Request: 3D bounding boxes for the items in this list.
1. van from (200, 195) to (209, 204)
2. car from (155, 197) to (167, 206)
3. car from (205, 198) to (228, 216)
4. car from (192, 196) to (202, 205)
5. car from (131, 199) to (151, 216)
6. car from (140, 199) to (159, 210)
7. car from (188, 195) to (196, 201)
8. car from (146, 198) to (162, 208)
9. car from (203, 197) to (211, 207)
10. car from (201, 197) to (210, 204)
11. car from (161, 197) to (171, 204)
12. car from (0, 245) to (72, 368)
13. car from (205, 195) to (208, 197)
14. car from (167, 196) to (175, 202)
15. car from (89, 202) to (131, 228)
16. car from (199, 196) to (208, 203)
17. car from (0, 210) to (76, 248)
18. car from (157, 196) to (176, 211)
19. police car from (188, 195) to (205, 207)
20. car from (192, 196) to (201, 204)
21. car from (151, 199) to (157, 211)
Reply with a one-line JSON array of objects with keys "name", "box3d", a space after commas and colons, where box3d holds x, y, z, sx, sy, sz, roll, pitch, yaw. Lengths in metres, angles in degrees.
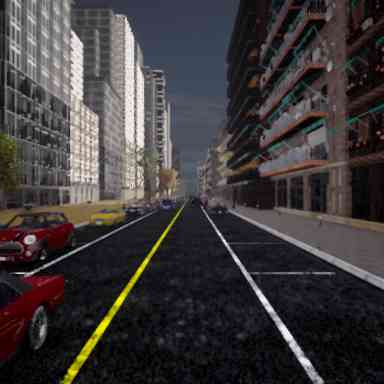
[{"name": "van", "box3d": [2.687, 1.566, 72.750, 1.690, 1.788, 3.998, 0, 0, 0]}, {"name": "car", "box3d": [-5.692, 1.708, 61.515, 1.752, 1.417, 4.829, 0, 0, 0]}, {"name": "car", "box3d": [2.689, 1.644, 34.022, 2.008, 1.369, 4.403, 0, 0, 0]}, {"name": "car", "box3d": [0.898, 1.651, 65.011, 1.801, 1.575, 5.366, 0, 0, 0]}, {"name": "car", "box3d": [-5.692, 1.644, 34.022, 2.008, 1.369, 4.403, 0, 0, 0]}, {"name": "car", "box3d": [-5.692, 1.678, 45.087, 2.008, 1.369, 4.403, 0, 0, 0]}, {"name": "car", "box3d": [-0.002, 1.643, 89.243, 1.882, 1.535, 5.008, 0, 0, 0]}, {"name": "car", "box3d": [-5.692, 1.690, 50.619, 1.887, 1.381, 4.507, 0, 0, 0]}, {"name": "car", "box3d": [2.689, 1.661, 39.555, 2.008, 1.369, 4.403, 0, 0, 0]}, {"name": "car", "box3d": [2.687, 1.786, 67.218, 1.802, 1.307, 4.206, 0, 0, 0]}, {"name": "car", "box3d": [-5.693, 1.807, 72.751, 1.802, 1.307, 4.206, 0, 0, 0]}, {"name": "car", "box3d": [-3.093, 1.610, 3.430, 1.895, 1.301, 4.718, 0, 0, 0]}, {"name": "car", "box3d": [2.688, 1.604, 56.152, 1.967, 1.590, 4.097, 0, 0, 0]}, {"name": "car", "box3d": [-5.693, 1.814, 89.178, 1.752, 1.417, 4.829, 0, 0, 0]}, {"name": "car", "box3d": [-5.691, 1.586, 22.787, 1.752, 1.417, 4.829, 0, 0, 0]}, {"name": "car", "box3d": [2.687, 1.686, 78.283, 1.967, 1.590, 4.097, 0, 0, 0]}, {"name": "car", "box3d": [-5.692, 1.471, 11.891, 1.967, 1.590, 4.097, 0, 0, 0]}, {"name": "car", "box3d": [-3.087, 1.643, 41.924, 1.812, 1.442, 4.674, 0, 0, 0]}, {"name": "police car", "box3d": [0.807, 1.585, 54.956, 1.930, 1.638, 5.238, 0, 0, 2]}, {"name": "car", "box3d": [0.898, 1.696, 70.822, 1.882, 1.535, 5.008, 0, 0, 0]}, {"name": "car", "box3d": [-5.692, 1.550, 39.556, 1.967, 1.590, 4.097, 0, 0, 0]}]
